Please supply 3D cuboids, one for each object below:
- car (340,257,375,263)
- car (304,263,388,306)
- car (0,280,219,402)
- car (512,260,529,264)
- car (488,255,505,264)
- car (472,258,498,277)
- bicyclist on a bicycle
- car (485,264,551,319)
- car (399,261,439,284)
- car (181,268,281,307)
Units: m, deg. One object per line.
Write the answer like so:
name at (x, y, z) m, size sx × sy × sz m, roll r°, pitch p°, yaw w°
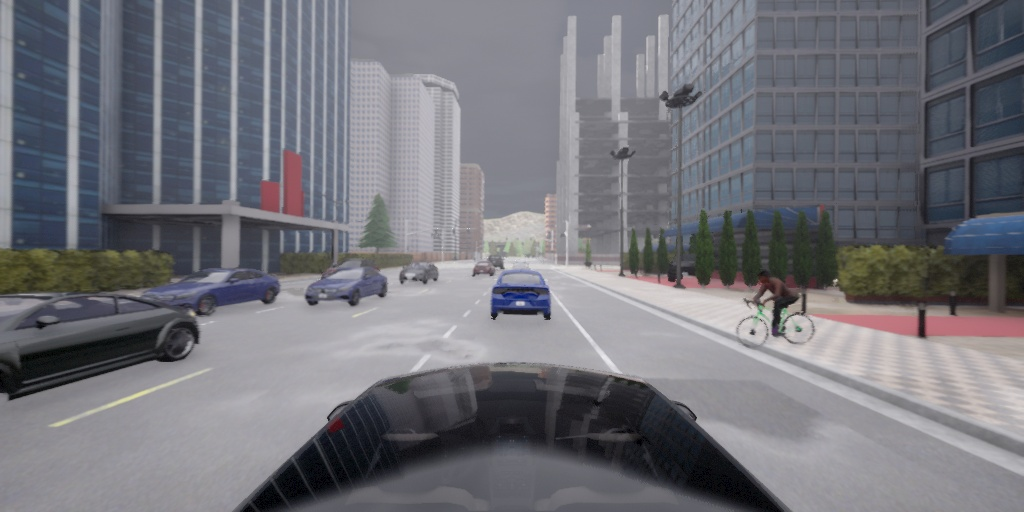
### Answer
car at (-10.122, 0.974, 22.910) m, size 2.097 × 1.767 × 4.553 m, roll 1°, pitch 0°, yaw 2°
car at (-6.807, 1.190, 15.345) m, size 1.812 × 1.442 × 4.674 m, roll 1°, pitch 0°, yaw 2°
car at (-7.058, 1.239, 5.214) m, size 1.994 × 1.385 × 4.181 m, roll 1°, pitch 0°, yaw 1°
car at (1.013, 1.234, 41.556) m, size 1.812 × 1.442 × 4.674 m, roll 1°, pitch 0°, yaw 1°
car at (-2.285, 0.883, 50.130) m, size 2.150 × 2.045 × 5.566 m, roll 1°, pitch 0°, yaw 1°
car at (-2.656, 1.207, 34.416) m, size 1.812 × 1.442 × 4.674 m, roll 1°, pitch 0°, yaw 2°
bicyclist on a bicycle at (5.558, 1.123, 7.614) m, size 1.656 × 1.620 × 0.582 m, roll -4°, pitch 0°, yaw 1°
car at (0.312, 1.216, 12.808) m, size 1.882 × 1.535 × 5.008 m, roll 1°, pitch 0°, yaw 2°
car at (-6.550, 1.145, 25.664) m, size 2.128 × 1.511 × 4.902 m, roll 1°, pitch 0°, yaw 2°
car at (-10.373, 1.158, 12.828) m, size 1.812 × 1.442 × 4.674 m, roll 1°, pitch 0°, yaw 2°
